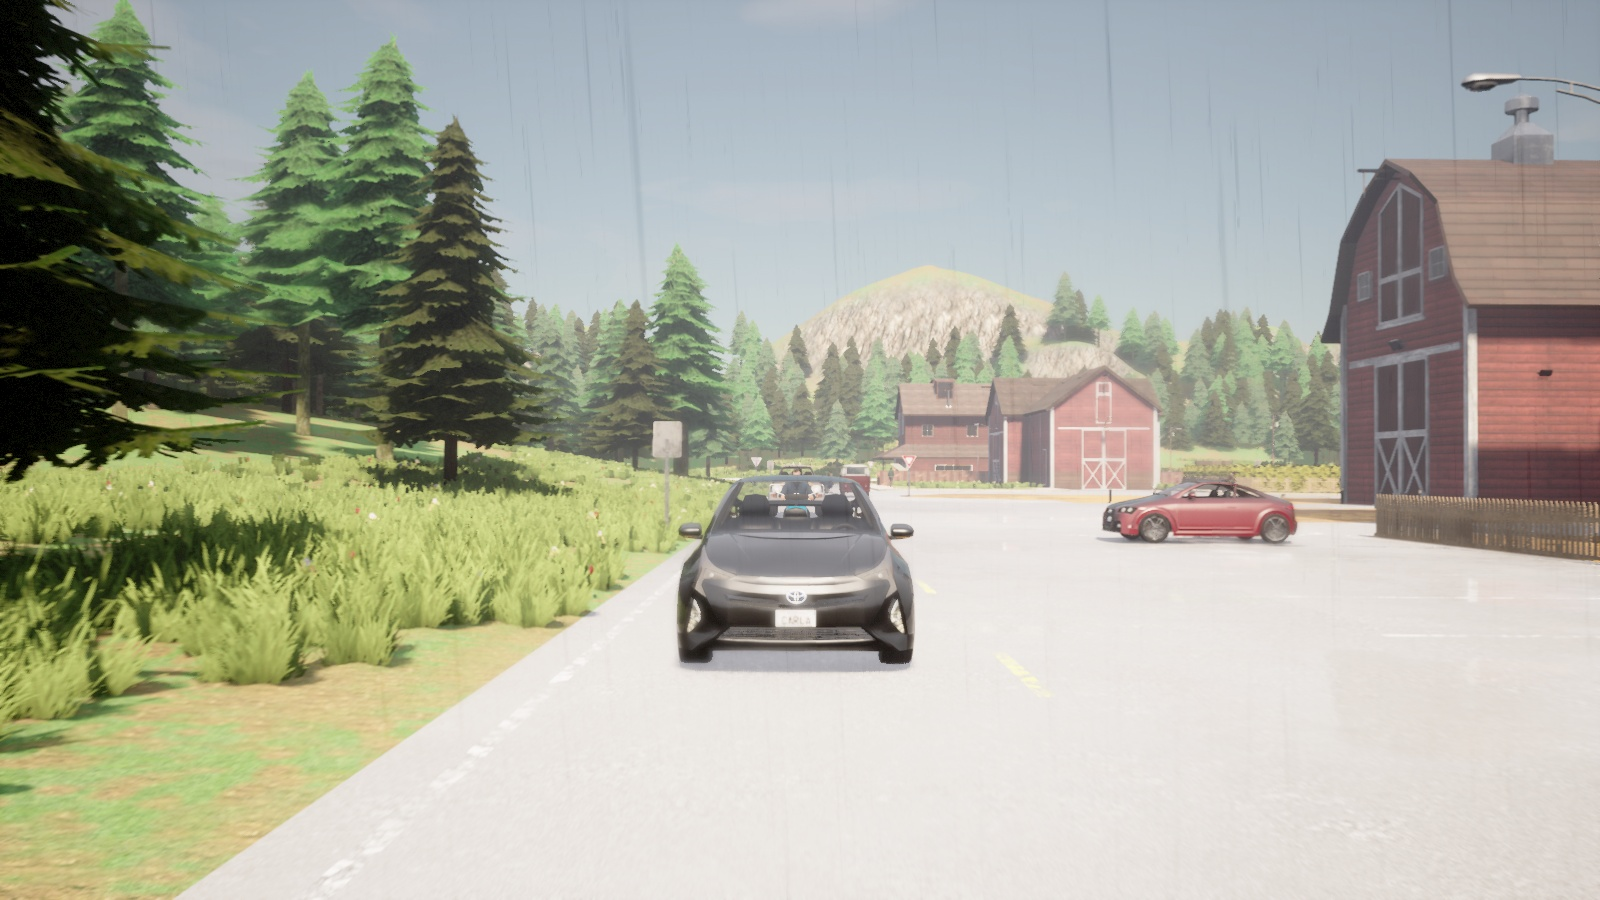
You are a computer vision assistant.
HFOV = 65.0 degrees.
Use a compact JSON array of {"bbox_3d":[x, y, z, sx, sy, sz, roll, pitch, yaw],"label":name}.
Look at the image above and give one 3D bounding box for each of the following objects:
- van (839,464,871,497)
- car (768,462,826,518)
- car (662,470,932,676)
[{"bbox_3d":[3.314,1.835,76.525,1.775,1.987,4.442,0,-1,0],"label":"van"},{"bbox_3d":[-0.107,1.370,44.104,1.932,1.855,4.605,0,-1,0],"label":"car"},{"bbox_3d":[-0.028,0.956,11.639,2.007,1.525,4.514,0,-1,0],"label":"car"}]
